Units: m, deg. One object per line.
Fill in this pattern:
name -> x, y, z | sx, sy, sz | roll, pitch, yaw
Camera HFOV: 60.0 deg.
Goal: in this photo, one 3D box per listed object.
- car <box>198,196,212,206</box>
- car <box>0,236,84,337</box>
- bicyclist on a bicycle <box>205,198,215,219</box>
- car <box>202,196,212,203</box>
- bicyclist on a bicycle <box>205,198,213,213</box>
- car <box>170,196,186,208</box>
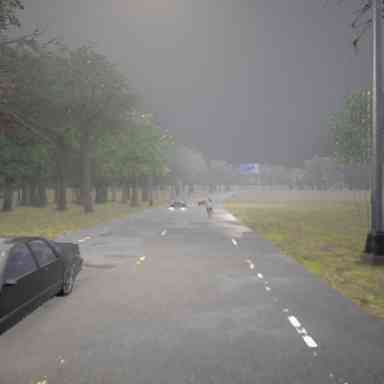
car -> 2.028, 1.666, 56.488 | 1.895, 1.301, 4.718 | 0, 0, 4
car -> -3.564, 1.542, 5.860 | 2.033, 1.411, 5.357 | 0, 0, 0
bicyclist on a bicycle -> 1.469, 1.442, 27.609 | 0.866, 1.612, 1.509 | 0, -1, 2
car -> 3.422, 1.629, 74.841 | 1.994, 1.385, 4.181 | 0, 0, 5
bicyclist on a bicycle -> 1.808, 1.458, 36.431 | 0.866, 1.612, 1.509 | 0, 0, 2
car -> -2.037, 1.396, 49.636 | 2.097, 1.767, 4.553 | 0, 0, 4
